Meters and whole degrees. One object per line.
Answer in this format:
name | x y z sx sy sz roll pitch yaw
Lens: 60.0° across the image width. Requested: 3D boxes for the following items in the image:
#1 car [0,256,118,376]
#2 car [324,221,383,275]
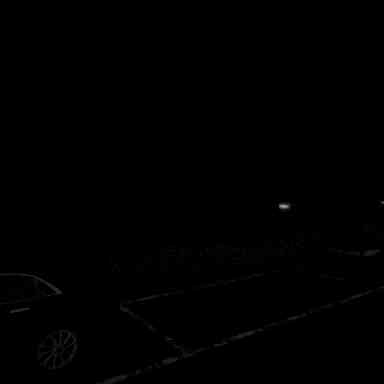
car | -3.108 1.551 3.976 4.403 1.369 2.008 0 0 -35
car | 5.893 1.581 10.365 4.206 1.307 1.802 0 0 -35
